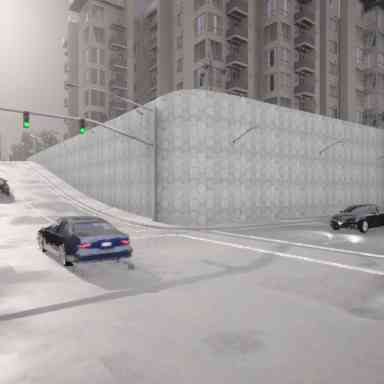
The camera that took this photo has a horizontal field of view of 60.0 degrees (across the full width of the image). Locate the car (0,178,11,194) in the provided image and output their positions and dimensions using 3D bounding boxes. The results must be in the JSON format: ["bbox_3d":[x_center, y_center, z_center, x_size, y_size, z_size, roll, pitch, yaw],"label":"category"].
[{"bbox_3d":[-19.270,-0.718,32.899,1.812,1.442,4.674,0,11,-36],"label":"car"}]

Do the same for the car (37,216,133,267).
[{"bbox_3d":[-3.917,1.548,11.552,2.033,1.411,5.357,0,0,-36],"label":"car"}]

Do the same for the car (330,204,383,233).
[{"bbox_3d":[10.203,1.505,19.883,4.892,1.490,1.837,0,0,-36],"label":"car"}]
